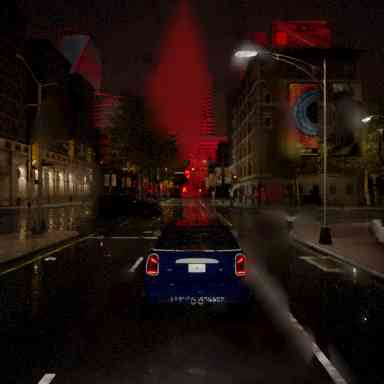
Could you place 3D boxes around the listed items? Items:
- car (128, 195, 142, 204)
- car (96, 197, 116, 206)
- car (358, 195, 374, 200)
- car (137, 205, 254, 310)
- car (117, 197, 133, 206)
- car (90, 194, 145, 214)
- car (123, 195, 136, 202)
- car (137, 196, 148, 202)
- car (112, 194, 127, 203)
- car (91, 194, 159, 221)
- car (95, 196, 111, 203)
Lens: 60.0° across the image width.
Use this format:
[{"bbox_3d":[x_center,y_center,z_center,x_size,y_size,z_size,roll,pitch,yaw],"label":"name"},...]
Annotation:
[{"bbox_3d":[-11.300,1.478,65.943,1.882,1.535,5.008,0,0,1],"label":"car"},{"bbox_3d":[-14.876,1.547,57.969,2.033,1.411,5.357,0,0,0],"label":"car"},{"bbox_3d":[34.684,1.481,68.681,2.231,1.521,4.892,0,0,0],"label":"car"},{"bbox_3d":[0.101,1.352,7.960,2.097,1.767,4.553,0,0,0],"label":"car"},{"bbox_3d":[-11.386,1.526,56.795,1.812,1.442,4.674,0,0,0],"label":"car"},{"bbox_3d":[-8.224,1.221,36.925,5.566,2.045,2.150,0,1,-38],"label":"car"},{"bbox_3d":[-14.727,1.525,78.480,2.128,1.511,4.902,0,0,0],"label":"car"},{"bbox_3d":[-11.236,1.552,75.816,1.994,1.385,4.181,0,0,0],"label":"car"},{"bbox_3d":[-14.764,1.352,68.079,2.097,1.767,4.553,0,0,0],"label":"car"},{"bbox_3d":[-5.261,1.221,26.962,5.566,2.045,2.150,0,0,0],"label":"car"},{"bbox_3d":[-18.015,1.595,67.472,1.895,1.301,4.718,0,0,0],"label":"car"}]
